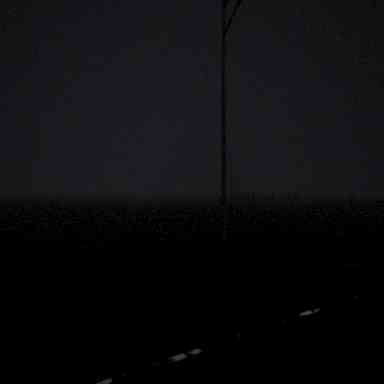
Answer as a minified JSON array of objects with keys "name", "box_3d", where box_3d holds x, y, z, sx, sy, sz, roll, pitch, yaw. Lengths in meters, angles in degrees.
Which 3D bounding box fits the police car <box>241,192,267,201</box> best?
[{"name":"police car","box_3d":[11.102,0.852,58.863,2.038,1.542,4.974,1,1,-36]}]
